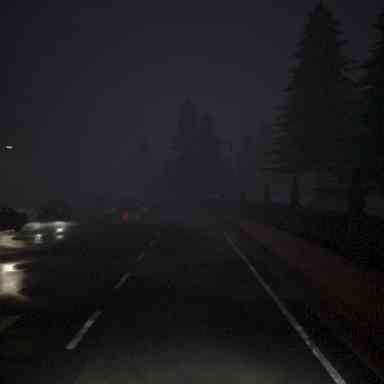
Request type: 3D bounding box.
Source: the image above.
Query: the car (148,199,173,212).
[{"bbox_3d":[-3.680,1.516,38.775,1.994,1.385,4.181,0,0,-23],"label":"car"}]

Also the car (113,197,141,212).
[{"bbox_3d":[-7.365,1.479,37.760,1.812,1.442,4.674,0,0,-23],"label":"car"}]

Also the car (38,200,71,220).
[{"bbox_3d":[-11.461,1.443,28.038,1.882,1.535,5.008,0,0,-12],"label":"car"}]

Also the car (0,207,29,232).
[{"bbox_3d":[-10.641,1.526,17.574,2.033,1.411,5.357,0,0,-1],"label":"car"}]

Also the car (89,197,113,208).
[{"bbox_3d":[-12.751,1.449,46.741,1.837,1.490,4.892,0,0,-41],"label":"car"}]

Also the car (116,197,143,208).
[{"bbox_3d":[-9.013,1.448,47.618,1.837,1.490,4.892,0,1,-38],"label":"car"}]
